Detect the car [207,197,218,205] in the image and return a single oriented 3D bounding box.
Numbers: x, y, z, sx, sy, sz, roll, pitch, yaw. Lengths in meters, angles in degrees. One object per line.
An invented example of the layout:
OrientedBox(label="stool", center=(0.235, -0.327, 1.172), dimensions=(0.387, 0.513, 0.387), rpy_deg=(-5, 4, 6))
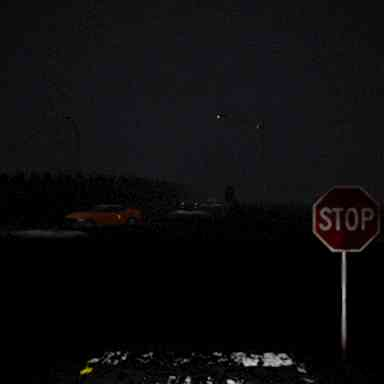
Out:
OrientedBox(label="car", center=(4.296, 1.845, 69.434), dimensions=(1.812, 1.442, 4.674), rpy_deg=(0, 0, 11))

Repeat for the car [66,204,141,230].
OrientedBox(label="car", center=(-5.638, 1.559, 21.636), dimensions=(1.882, 1.535, 5.008), rpy_deg=(1, 1, 45))

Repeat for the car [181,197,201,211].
OrientedBox(label="car", center=(-0.106, 1.490, 43.911), dimensions=(2.097, 1.767, 4.553), rpy_deg=(0, -1, 7))
